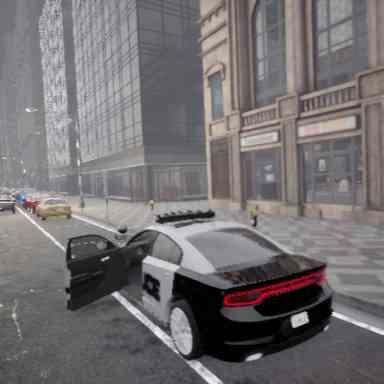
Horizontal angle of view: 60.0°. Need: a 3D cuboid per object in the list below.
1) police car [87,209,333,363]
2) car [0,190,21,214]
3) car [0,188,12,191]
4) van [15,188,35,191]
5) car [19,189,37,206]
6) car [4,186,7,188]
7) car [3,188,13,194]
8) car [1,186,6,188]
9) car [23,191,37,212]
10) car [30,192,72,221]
[{"bbox_3d":[-0.159,1.148,5.854,1.930,1.638,5.238,-4,3,-31],"label":"police car"},{"bbox_3d":[-15.029,0.934,26.159,2.128,1.511,4.902,-4,3,-30],"label":"car"},{"bbox_3d":[-22.495,0.694,38.572,2.128,1.511,4.902,-4,3,-30],"label":"car"},{"bbox_3d":[-17.433,0.472,35.390,1.690,1.788,3.998,-4,3,-31],"label":"van"},{"bbox_3d":[-14.542,0.769,30.597,1.887,1.381,4.507,-4,3,-31],"label":"car"},{"bbox_3d":[-34.725,0.119,64.212,1.887,1.381,4.507,-4,3,-31],"label":"car"},{"bbox_3d":[-46.258,-0.228,83.422,1.947,1.339,4.313,-4,3,-31],"label":"car"},{"bbox_3d":[-43.375,-0.136,78.620,1.947,1.339,4.313,-4,3,-31],"label":"car"},{"bbox_3d":[-11.659,0.862,25.795,1.887,1.381,4.507,-4,3,-31],"label":"car"},{"bbox_3d":[-8.863,0.932,21.137,1.752,1.417,4.829,-4,3,-31],"label":"car"}]
